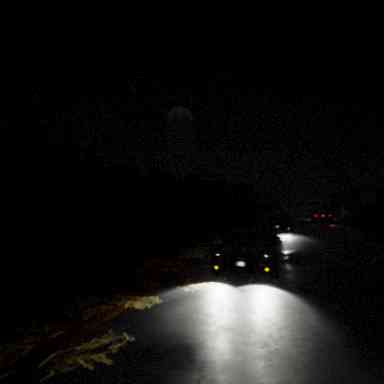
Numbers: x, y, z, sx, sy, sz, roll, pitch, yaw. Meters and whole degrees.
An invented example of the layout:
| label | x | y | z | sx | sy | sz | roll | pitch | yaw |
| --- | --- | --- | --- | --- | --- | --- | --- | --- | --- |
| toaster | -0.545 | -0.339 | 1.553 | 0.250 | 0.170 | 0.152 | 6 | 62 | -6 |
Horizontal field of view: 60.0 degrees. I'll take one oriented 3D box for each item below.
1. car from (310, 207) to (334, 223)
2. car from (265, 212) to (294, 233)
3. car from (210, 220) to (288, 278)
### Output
| label | x | y | z | sx | sy | sz | roll | pitch | yaw |
| --- | --- | --- | --- | --- | --- | --- | --- | --- | --- |
| car | 12.252 | 2.151 | 31.410 | 2.033 | 1.411 | 5.357 | -2 | -1 | 19 |
| car | 6.286 | 2.137 | 23.937 | 1.994 | 1.385 | 4.181 | -2 | -2 | 19 |
| car | 1.997 | 1.873 | 11.218 | 1.994 | 1.385 | 4.181 | -2 | -2 | 19 |
